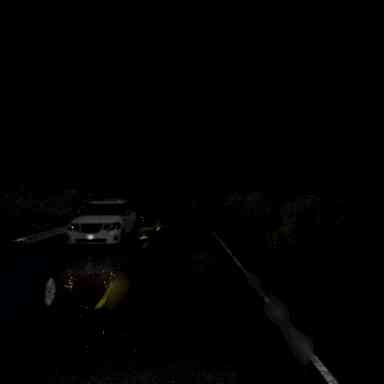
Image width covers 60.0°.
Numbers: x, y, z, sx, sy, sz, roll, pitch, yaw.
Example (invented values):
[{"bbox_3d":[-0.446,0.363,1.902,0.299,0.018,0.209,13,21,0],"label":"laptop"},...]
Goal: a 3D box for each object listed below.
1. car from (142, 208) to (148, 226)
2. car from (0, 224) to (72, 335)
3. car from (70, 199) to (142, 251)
[{"bbox_3d":[-4.558,1.750,25.736,1.837,1.490,4.892,0,-1,-13],"label":"car"},{"bbox_3d":[-3.696,1.541,5.122,1.882,1.535,5.008,0,0,-1],"label":"car"},{"bbox_3d":[-3.887,1.374,15.352,2.150,2.045,5.566,0,0,-1],"label":"car"}]
